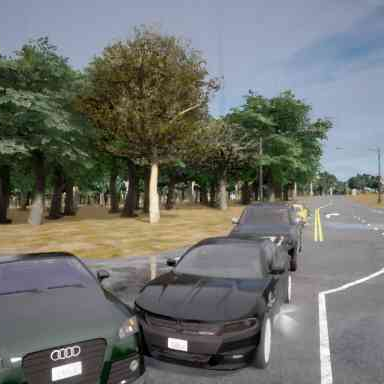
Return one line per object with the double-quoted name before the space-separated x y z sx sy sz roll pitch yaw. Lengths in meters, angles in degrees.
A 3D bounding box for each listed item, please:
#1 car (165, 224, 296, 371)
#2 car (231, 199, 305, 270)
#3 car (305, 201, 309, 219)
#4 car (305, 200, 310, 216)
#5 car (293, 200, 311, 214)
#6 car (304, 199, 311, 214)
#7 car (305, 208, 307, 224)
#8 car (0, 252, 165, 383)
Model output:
"car" 0.737 1.613 6.264 1.882 1.535 5.008 -1 -2 21
"car" 2.858 1.460 12.405 2.150 2.045 5.566 -2 0 21
"car" 7.233 1.664 24.063 1.882 1.535 5.008 -1 0 21
"car" 9.292 1.724 29.567 1.812 1.442 4.674 -1 0 21
"car" 13.315 1.748 40.153 1.812 1.442 4.674 -1 0 21
"car" 11.319 1.563 34.943 2.097 1.767 4.553 -1 0 21
"car" 5.084 1.774 18.309 1.895 1.301 4.718 -1 0 21
"car" -2.309 1.643 4.967 1.994 1.385 4.181 2 -2 -33
